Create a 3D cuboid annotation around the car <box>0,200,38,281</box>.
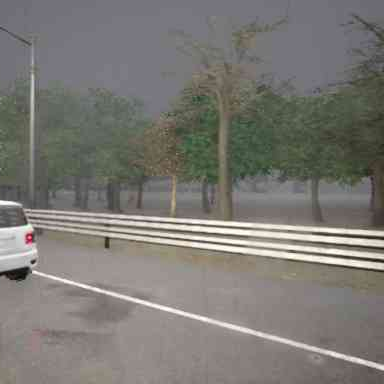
[{"bbox_3d":[-6.224,1.217,8.642,5.566,2.045,2.150,0,0,37],"label":"car"}]
